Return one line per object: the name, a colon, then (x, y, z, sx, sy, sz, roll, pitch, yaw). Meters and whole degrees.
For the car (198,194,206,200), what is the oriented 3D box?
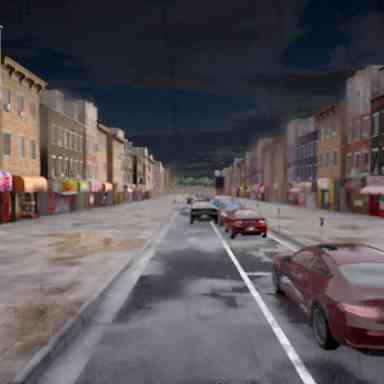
car: (2.663, 1.282, 88.922, 1.802, 1.307, 4.206, -1, 0, 0)

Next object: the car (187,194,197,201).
car: (0.034, 1.197, 74.175, 2.033, 1.411, 5.357, 0, 0, 0)

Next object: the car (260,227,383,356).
car: (2.625, 1.561, 5.936, 1.802, 1.307, 4.206, -1, 0, 0)

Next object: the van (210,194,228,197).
van: (2.630, 1.245, 28.065, 1.690, 1.788, 3.998, -1, 0, 0)

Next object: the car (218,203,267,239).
car: (2.629, 1.486, 17.001, 1.887, 1.381, 4.507, -1, 0, 0)

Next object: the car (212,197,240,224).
car: (2.630, 1.363, 22.533, 1.967, 1.590, 4.097, -1, 0, 0)

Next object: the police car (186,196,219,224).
police car: (0.754, 1.343, 23.929, 1.930, 1.638, 5.238, 0, 0, -1)

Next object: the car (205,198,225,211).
car: (2.640, 1.417, 39.131, 2.008, 1.369, 4.403, -1, 0, 0)

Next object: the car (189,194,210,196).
car: (0.840, 1.339, 34.025, 1.801, 1.575, 5.366, 0, 0, 0)
